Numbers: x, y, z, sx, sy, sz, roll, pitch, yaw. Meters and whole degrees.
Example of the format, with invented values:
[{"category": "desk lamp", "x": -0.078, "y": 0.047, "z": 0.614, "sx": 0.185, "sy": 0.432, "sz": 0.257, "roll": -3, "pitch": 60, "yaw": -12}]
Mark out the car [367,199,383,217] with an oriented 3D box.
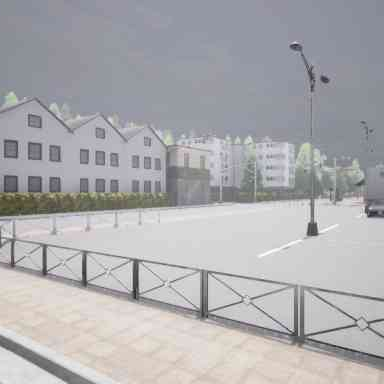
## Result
[{"category": "car", "x": 15.406, "y": 1.298, "z": 26.817, "sx": 2.007, "sy": 1.523, "sz": 4.514, "roll": 0, "pitch": 0, "yaw": 35}]
